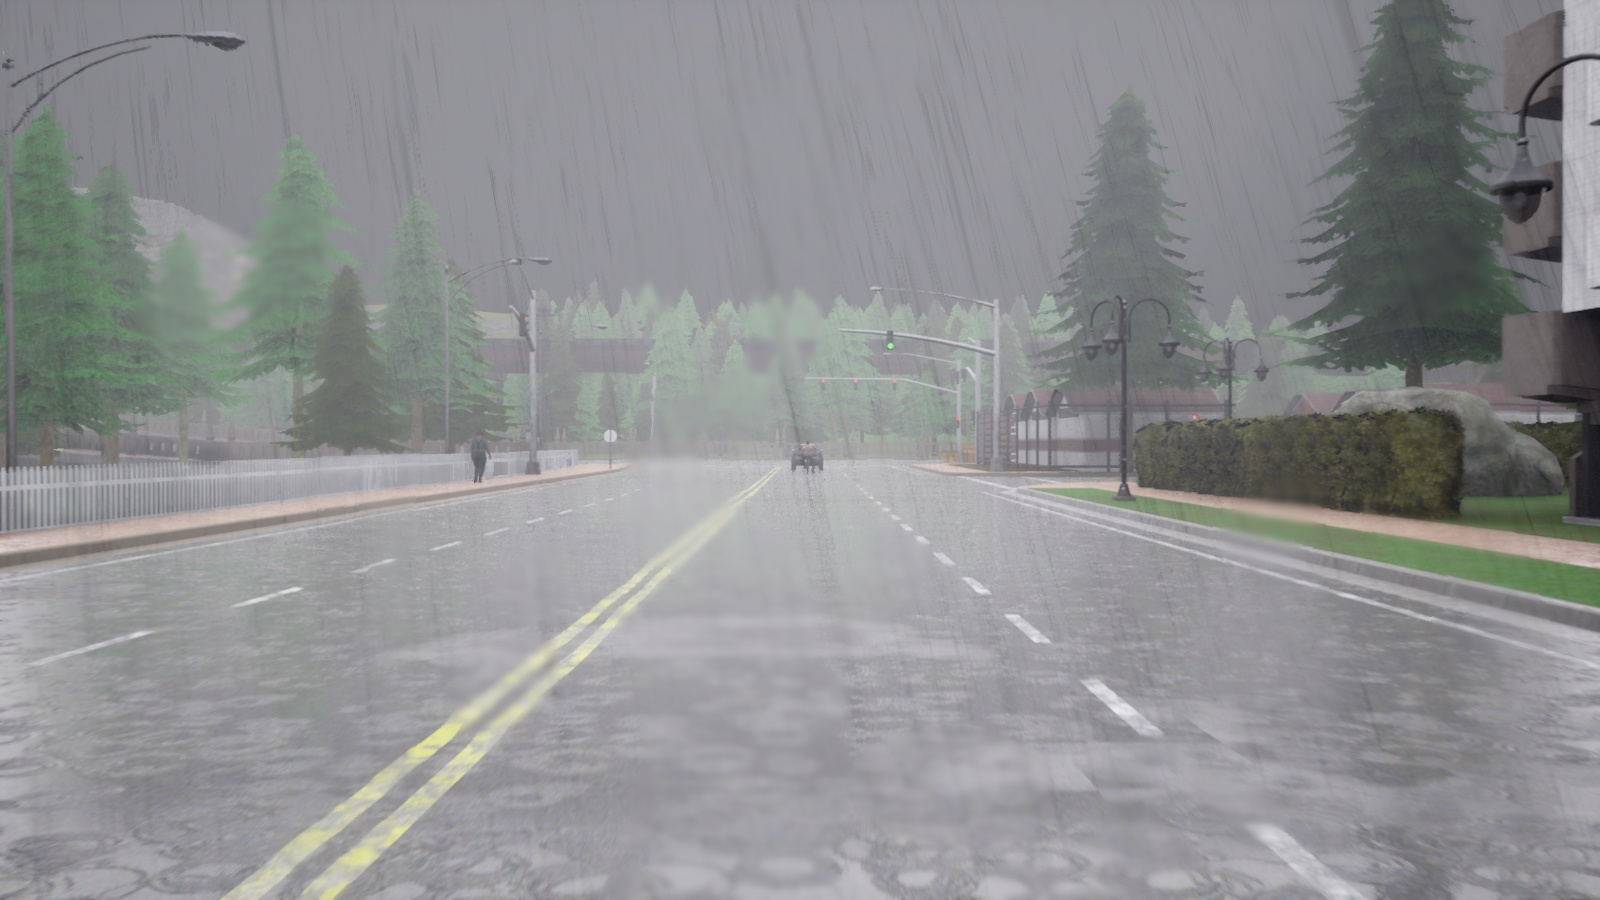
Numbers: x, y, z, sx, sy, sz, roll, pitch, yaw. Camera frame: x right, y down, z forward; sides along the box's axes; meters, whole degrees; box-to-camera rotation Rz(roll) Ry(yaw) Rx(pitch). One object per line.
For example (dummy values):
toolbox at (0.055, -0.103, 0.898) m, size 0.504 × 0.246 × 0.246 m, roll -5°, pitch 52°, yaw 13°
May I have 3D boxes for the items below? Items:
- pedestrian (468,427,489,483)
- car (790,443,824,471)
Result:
pedestrian at (-10.631, 0.162, 41.570) m, size 0.540 × 1.848 × 0.694 m, roll 0°, pitch 0°, yaw -1°
car at (0.405, 0.373, 68.811) m, size 1.816 × 1.474 × 4.193 m, roll 0°, pitch 0°, yaw 0°
